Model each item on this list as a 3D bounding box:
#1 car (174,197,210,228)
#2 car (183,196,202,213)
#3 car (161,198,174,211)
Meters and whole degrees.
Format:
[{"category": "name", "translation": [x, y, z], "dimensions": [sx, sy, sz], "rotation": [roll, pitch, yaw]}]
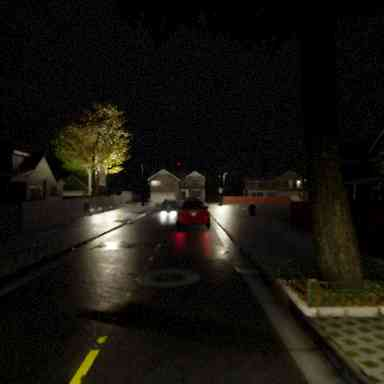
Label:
[{"category": "car", "translation": [0.094, 1.375, 22.304], "dimensions": [2.097, 1.767, 4.553], "rotation": [0, 0, 0]}, {"category": "car", "translation": [0.089, 1.390, 38.549], "dimensions": [2.097, 1.767, 4.553], "rotation": [0, 0, 0]}, {"category": "car", "translation": [-2.766, 1.535, 41.665], "dimensions": [2.128, 1.511, 4.902], "rotation": [0, 0, 0]}]
